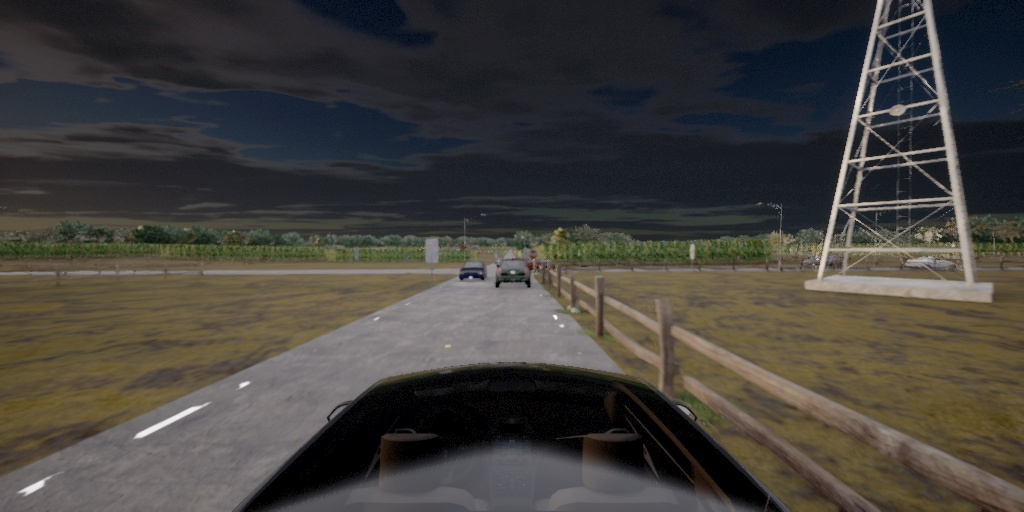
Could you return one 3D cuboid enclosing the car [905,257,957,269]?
[{"bbox_3d":[49.084,0.799,42.064,4.674,1.442,1.812,0,2,0],"label":"car"}]

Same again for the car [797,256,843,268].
[{"bbox_3d":[38.491,0.715,44.887,4.902,1.511,2.128,0,2,0],"label":"car"}]

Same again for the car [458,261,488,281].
[{"bbox_3d":[-2.846,1.103,27.514,2.033,1.411,5.357,0,0,0],"label":"car"}]

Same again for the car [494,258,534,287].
[{"bbox_3d":[0.056,0.924,22.639,2.097,1.767,4.553,0,0,0],"label":"car"}]

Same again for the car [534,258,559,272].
[{"bbox_3d":[3.360,0.993,40.025,1.882,1.535,5.008,-1,-1,43],"label":"car"}]
